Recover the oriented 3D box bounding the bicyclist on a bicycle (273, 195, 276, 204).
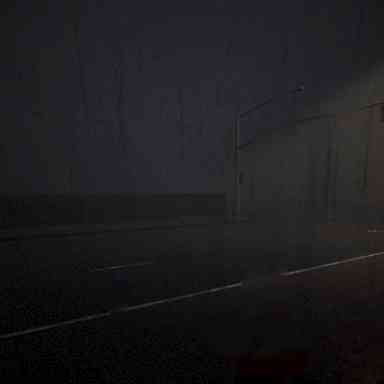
[{"bbox_3d":[13.517,1.300,54.460,0.582,1.620,1.656,0,0,21],"label":"bicyclist on a bicycle"}]

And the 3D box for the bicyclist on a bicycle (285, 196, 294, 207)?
[{"bbox_3d":[14.516,1.453,49.552,1.656,1.620,0.582,0,0,-23],"label":"bicyclist on a bicycle"}]
